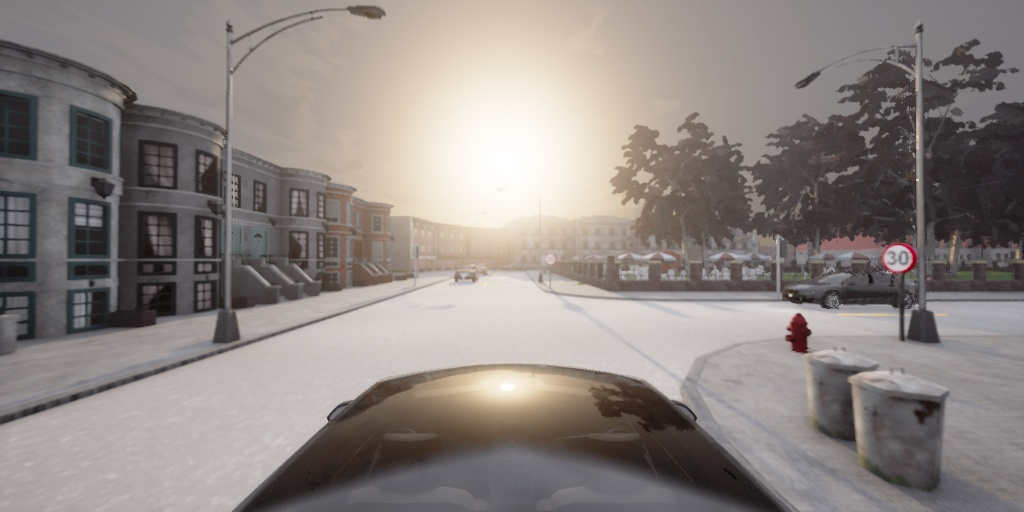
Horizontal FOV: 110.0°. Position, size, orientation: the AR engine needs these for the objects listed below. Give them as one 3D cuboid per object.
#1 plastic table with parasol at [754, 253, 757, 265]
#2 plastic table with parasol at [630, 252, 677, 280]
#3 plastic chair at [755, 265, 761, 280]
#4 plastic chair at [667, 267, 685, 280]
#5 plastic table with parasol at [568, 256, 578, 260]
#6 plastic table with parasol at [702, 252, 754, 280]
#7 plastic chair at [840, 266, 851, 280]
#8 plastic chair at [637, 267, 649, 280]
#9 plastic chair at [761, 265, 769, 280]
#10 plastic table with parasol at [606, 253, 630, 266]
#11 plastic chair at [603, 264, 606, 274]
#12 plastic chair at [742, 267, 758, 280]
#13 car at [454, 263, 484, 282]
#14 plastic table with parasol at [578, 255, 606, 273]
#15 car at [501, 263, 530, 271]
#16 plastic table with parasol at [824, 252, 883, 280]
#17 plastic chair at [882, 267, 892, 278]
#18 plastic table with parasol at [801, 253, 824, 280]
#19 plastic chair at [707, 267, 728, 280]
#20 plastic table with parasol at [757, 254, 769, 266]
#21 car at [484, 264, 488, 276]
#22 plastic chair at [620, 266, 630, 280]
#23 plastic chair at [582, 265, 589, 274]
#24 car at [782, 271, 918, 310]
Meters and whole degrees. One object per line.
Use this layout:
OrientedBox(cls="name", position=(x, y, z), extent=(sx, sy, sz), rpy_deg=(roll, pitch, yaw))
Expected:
OrientedBox(cls="plastic table with parasol", position=(18.257, 0.967, 29.627), extent=(2.482, 2.480, 2.482), rpy_deg=(0, 0, -42))
OrientedBox(cls="plastic table with parasol", position=(10.063, 0.977, 24.636), extent=(2.482, 2.480, 2.482), rpy_deg=(0, 0, -40))
OrientedBox(cls="plastic chair", position=(19.146, 1.588, 28.675), extent=(0.750, 1.272, 0.730), rpy_deg=(0, 0, -35))
OrientedBox(cls="plastic chair", position=(10.965, 1.571, 23.663), extent=(0.750, 1.272, 0.730), rpy_deg=(0, 0, -35))
OrientedBox(cls="plastic table with parasol", position=(9.213, 1.254, 50.910), extent=(2.482, 2.480, 2.482), rpy_deg=(0, 0, 0))
OrientedBox(cls="plastic table with parasol", position=(15.293, 0.957, 25.638), extent=(2.482, 2.480, 2.482), rpy_deg=(0, 0, -40))
OrientedBox(cls="plastic chair", position=(22.710, 1.525, 24.177), extent=(0.730, 1.272, 0.750), rpy_deg=(0, 0, -39))
OrientedBox(cls="plastic chair", position=(9.032, 1.573, 23.891), extent=(0.730, 1.272, 0.750), rpy_deg=(0, 0, -40))
OrientedBox(cls="plastic chair", position=(22.894, 1.606, 31.904), extent=(0.750, 1.272, 0.730), rpy_deg=(0, 0, -34))
OrientedBox(cls="plastic table with parasol", position=(9.621, 0.989, 29.126), extent=(2.482, 2.480, 2.482), rpy_deg=(0, 0, -40))
OrientedBox(cls="plastic chair", position=(10.957, 1.694, 42.203), extent=(0.750, 1.272, 0.730), rpy_deg=(0, 0, -32))
OrientedBox(cls="plastic chair", position=(16.195, 1.550, 24.665), extent=(0.750, 1.272, 0.730), rpy_deg=(0, 0, -35))
OrientedBox(cls="car", position=(-4.128, 1.573, 33.170), extent=(2.128, 1.511, 4.902), rpy_deg=(0, -1, 0))
OrientedBox(cls="plastic table with parasol", position=(10.011, 1.068, 43.215), extent=(2.482, 2.480, 2.482), rpy_deg=(0, 0, -38))
OrientedBox(cls="car", position=(0.645, 1.940, 62.511), extent=(5.357, 1.411, 2.033), rpy_deg=(0, -1, -34))
OrientedBox(cls="plastic table with parasol", position=(23.735, 0.928, 24.932), extent=(2.482, 2.480, 2.482), rpy_deg=(0, 0, -40))
OrientedBox(cls="plastic chair", position=(24.635, 1.550, 23.959), extent=(0.750, 1.272, 0.730), rpy_deg=(0, 0, -35))
OrientedBox(cls="plastic table with parasol", position=(26.471, 0.994, 30.253), extent=(2.482, 2.480, 2.482), rpy_deg=(0, 0, -40))
OrientedBox(cls="plastic chair", position=(14.262, 1.565, 24.894), extent=(0.730, 1.272, 0.750), rpy_deg=(0, 0, -40))
OrientedBox(cls="plastic table with parasol", position=(22.050, 0.949, 32.897), extent=(2.482, 2.480, 2.482), rpy_deg=(0, 0, -39))
OrientedBox(cls="car", position=(-4.125, 1.705, 45.597), extent=(2.128, 1.511, 4.902), rpy_deg=(0, -1, 0))
OrientedBox(cls="plastic chair", position=(8.591, 1.582, 28.381), extent=(0.730, 1.272, 0.750), rpy_deg=(0, 0, -40))
OrientedBox(cls="plastic chair", position=(9.026, 1.699, 42.490), extent=(0.730, 1.272, 0.750), rpy_deg=(0, 0, -40))
OrientedBox(cls="car", position=(14.119, 1.395, 15.064), extent=(4.892, 1.490, 1.837), rpy_deg=(0, -1, 0))
